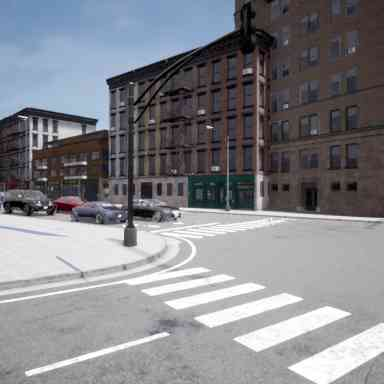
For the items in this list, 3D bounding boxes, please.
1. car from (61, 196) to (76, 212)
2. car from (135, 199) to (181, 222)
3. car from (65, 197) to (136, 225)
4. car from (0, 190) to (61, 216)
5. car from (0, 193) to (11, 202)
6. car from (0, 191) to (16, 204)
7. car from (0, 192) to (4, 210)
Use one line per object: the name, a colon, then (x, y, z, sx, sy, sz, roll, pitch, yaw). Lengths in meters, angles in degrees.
car: (-10.399, 1.125, 29.266, 5.008, 1.535, 1.882, 1, 0, 39)
car: (-2.948, 1.239, 23.445, 4.902, 1.511, 2.128, 1, 0, 38)
car: (-6.030, 1.281, 21.719, 4.181, 1.385, 1.994, 1, 0, 37)
car: (-13.540, 0.839, 27.610, 5.566, 2.045, 2.150, 1, 0, 39)
car: (-33.169, 0.897, 57.589, 4.674, 1.442, 1.812, 1, 0, 43)
car: (-27.611, 0.786, 48.214, 4.553, 1.767, 2.097, 1, 0, 41)
car: (-21.149, 0.876, 33.850, 4.553, 1.767, 2.097, 1, 0, 40)
